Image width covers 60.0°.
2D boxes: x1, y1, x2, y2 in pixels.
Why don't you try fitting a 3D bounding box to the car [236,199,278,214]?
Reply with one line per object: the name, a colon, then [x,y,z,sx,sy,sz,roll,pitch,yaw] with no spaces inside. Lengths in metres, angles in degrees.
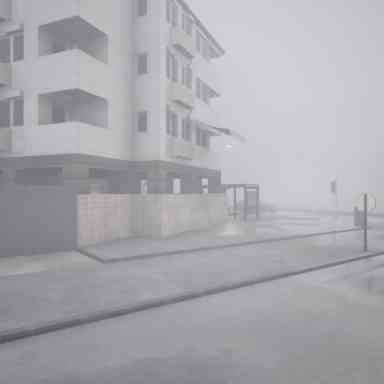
car: [6.726,1.491,34.863,2.128,1.511,4.902,0,0,-36]
